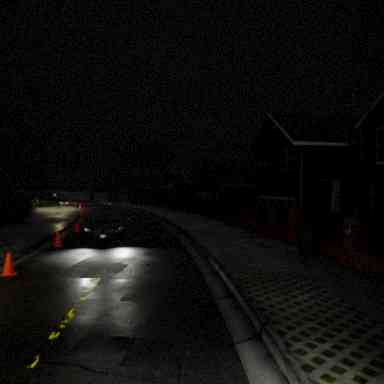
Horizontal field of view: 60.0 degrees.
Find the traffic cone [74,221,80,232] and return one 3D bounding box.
[{"bbox_3d":[-6.466,1.934,18.703,0.340,0.580,0.340,0,0,-11],"label":"traffic cone"}]

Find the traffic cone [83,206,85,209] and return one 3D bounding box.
[{"bbox_3d":[-10.374,1.841,32.811,0.340,0.580,0.340,0,1,-19],"label":"traffic cone"}]

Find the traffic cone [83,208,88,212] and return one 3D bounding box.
[{"bbox_3d":[-8.852,1.880,28.171,0.340,0.580,0.340,0,0,-17],"label":"traffic cone"}]

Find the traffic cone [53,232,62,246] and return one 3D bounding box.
[{"bbox_3d":[-5.608,1.950,13.896,0.340,0.580,0.340,0,0,-9],"label":"traffic cone"}]

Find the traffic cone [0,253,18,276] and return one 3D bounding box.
[{"bbox_3d":[-4.975,1.957,9.053,0.340,0.580,0.340,0,0,-6],"label":"traffic cone"}]

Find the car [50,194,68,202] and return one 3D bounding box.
[{"bbox_3d":[-24.866,1.068,62.282,2.128,1.511,4.902,-1,1,-44],"label":"car"}]

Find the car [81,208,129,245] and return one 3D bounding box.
[{"bbox_3d":[-4.007,1.511,15.765,1.812,1.442,4.674,0,0,-10],"label":"car"}]

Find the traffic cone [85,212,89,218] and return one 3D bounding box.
[{"bbox_3d":[-7.548,1.911,23.465,0.340,0.580,0.340,0,0,-14],"label":"traffic cone"}]
